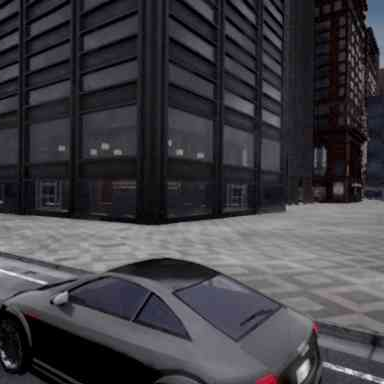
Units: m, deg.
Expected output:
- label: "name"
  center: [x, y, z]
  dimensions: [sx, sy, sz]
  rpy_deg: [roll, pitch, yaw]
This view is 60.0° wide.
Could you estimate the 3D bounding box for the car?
- label: "car"
  center: [-0.635, 1.555, 4.136]
  dimensions: [4.181, 1.385, 1.994]
  rpy_deg: [0, 0, 35]
